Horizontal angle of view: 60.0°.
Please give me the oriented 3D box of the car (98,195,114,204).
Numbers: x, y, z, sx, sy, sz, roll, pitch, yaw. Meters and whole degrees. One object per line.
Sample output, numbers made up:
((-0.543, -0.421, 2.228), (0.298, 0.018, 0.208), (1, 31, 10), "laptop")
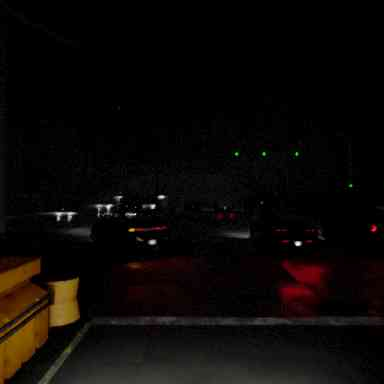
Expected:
((-14.031, 1.203, 54.645), (1.812, 1.442, 4.674), (0, 3, 1), "car")

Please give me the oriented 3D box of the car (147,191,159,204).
((-7.031, 1.139, 54.917), (1.882, 1.535, 5.008), (0, 3, 1), "car")

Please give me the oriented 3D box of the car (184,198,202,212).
((0.107, 1.438, 38.957), (1.882, 1.535, 5.008), (0, 0, 0), "car")

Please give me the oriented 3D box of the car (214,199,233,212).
((3.594, 1.487, 38.443), (1.812, 1.442, 4.674), (0, 0, 0), "car")

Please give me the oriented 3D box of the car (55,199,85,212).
((-14.083, 1.512, 39.025), (2.033, 1.411, 5.357), (0, 0, 0), "car")

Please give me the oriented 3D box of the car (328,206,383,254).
((7.099, 1.340, 13.596), (2.097, 1.767, 4.553), (0, 0, 0), "car")

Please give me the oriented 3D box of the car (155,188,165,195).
((-6.897, -0.098, 70.490), (1.994, 1.385, 4.181), (0, 6, 0), "car")

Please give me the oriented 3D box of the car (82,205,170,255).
((-2.610, 1.480, 13.337), (2.128, 1.511, 4.902), (0, 0, -31), "car")

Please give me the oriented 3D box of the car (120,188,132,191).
((-13.899, -0.091, 70.124), (1.837, 1.490, 4.892), (0, 6, 0), "car")

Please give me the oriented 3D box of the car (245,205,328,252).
((3.601, 1.493, 13.720), (1.837, 1.490, 4.892), (0, 0, 0), "car")

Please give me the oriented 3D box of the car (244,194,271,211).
((7.108, 1.187, 36.500), (2.150, 2.045, 5.566), (0, 0, 0), "car")

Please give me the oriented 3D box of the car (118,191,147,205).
((-7.080, 1.181, 38.979), (2.150, 2.045, 5.566), (0, 0, 0), "car")
